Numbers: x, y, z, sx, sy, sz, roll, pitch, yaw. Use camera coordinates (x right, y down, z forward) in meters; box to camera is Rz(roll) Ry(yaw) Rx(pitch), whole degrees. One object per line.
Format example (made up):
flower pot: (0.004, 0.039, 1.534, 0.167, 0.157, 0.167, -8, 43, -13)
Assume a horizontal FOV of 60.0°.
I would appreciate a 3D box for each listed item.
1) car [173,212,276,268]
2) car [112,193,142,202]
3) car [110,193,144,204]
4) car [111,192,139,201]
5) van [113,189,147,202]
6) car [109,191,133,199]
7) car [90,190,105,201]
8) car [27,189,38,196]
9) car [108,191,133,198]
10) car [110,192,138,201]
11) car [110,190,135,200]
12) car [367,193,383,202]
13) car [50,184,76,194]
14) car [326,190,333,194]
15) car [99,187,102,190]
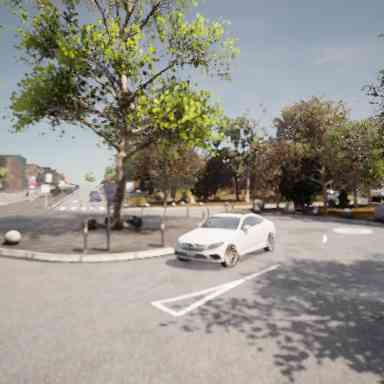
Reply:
car: (1.327, 1.436, 11.331, 1.812, 1.442, 4.674, -1, 0, 36)
car: (-11.202, 0.958, 57.036, 4.792, 1.488, 2.163, 0, 2, -17)
car: (-10.609, 1.011, 54.318, 5.366, 1.575, 1.946, 0, 2, -17)
car: (-12.035, 0.844, 59.681, 4.892, 1.521, 2.231, 0, 2, -17)
van: (-8.941, 0.960, 49.019, 4.442, 1.987, 1.878, 0, 2, -17)
car: (-14.431, 0.629, 67.652, 4.674, 1.452, 2.002, 0, 2, -17)
car: (-17.016, 0.877, 58.935, 2.033, 1.411, 5.357, 0, 2, -17)
car: (-36.925, 0.118, 77.070, 2.128, 1.511, 4.902, 0, 2, -17)
car: (-15.233, 0.504, 70.307, 5.008, 1.535, 2.097, 0, 2, -17)
car: (-12.823, 0.758, 62.340, 5.008, 1.535, 2.097, 0, 2, -17)
car: (-13.597, 0.548, 65.001, 4.553, 1.767, 2.185, 0, 2, -17)
car: (28.592, 0.870, 51.391, 1.895, 1.301, 4.718, -1, 1, 39)
car: (-33.923, -0.421, 86.942, 5.566, 2.045, 2.435, 0, 2, -17)
car: (29.855, -0.276, 76.471, 2.150, 2.045, 5.566, 0, 2, -17)
car: (-22.381, 0.298, 76.429, 2.128, 1.511, 4.902, 0, 2, -17)
